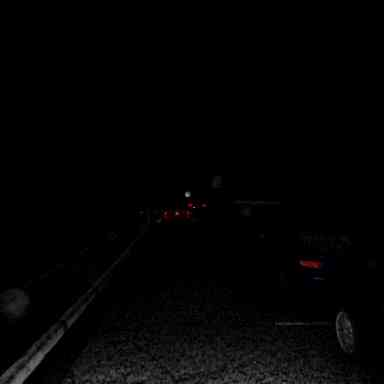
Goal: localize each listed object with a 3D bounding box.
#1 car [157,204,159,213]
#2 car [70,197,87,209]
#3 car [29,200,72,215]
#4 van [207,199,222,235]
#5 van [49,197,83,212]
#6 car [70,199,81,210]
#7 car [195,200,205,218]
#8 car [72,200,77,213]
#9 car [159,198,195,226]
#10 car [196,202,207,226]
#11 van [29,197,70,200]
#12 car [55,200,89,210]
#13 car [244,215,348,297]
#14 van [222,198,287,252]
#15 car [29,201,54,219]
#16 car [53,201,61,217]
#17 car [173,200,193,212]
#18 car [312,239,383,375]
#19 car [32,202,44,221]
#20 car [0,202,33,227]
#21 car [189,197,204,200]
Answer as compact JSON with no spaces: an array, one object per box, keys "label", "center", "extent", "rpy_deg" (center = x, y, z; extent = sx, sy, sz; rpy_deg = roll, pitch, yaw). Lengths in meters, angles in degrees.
[{"label":"car","center":[-3.447,1.922,42.886],"extent":[1.882,1.535,5.008],"rpy_deg":[0,-1,-9]},{"label":"car","center":[-17.944,1.768,45.827],"extent":[5.566,2.045,2.435],"rpy_deg":[0,-1,-10]},{"label":"car","center":[-15.963,1.890,35.215],"extent":[5.366,1.575,1.946],"rpy_deg":[0,-1,-8]},{"label":"van","center":[2.243,1.377,19.715],"extent":[1.878,1.987,4.442],"rpy_deg":[0,-1,-4]},{"label":"van","center":[-18.311,1.817,48.551],"extent":[4.442,1.987,1.878],"rpy_deg":[0,0,-11]},{"label":"car","center":[-17.396,2.020,43.152],"extent":[4.792,1.488,2.163],"rpy_deg":[0,-1,-10]},{"label":"car","center":[1.206,1.757,30.614],"extent":[2.097,1.535,5.008],"rpy_deg":[0,-1,-6]},{"label":"car","center":[-16.981,2.001,40.570],"extent":[4.674,1.452,2.002],"rpy_deg":[0,-1,-9]},{"label":"car","center":[-1.246,1.568,25.516],"extent":[2.097,1.767,4.553],"rpy_deg":[0,-1,-5]},{"label":"car","center":[1.788,1.711,25.152],"extent":[2.163,1.488,4.792],"rpy_deg":[0,-1,-5]},{"label":"van","center":[-16.670,1.703,37.875],"extent":[4.442,1.987,1.878],"rpy_deg":[0,-1,-9]},{"label":"car","center":[-19.432,2.091,53.947],"extent":[4.892,1.521,2.231],"rpy_deg":[0,0,-11]},{"label":"car","center":[2.837,1.536,8.520],"extent":[2.002,1.452,4.674],"rpy_deg":[0,0,-2]},{"label":"van","center":[2.607,1.313,14.188],"extent":[1.878,1.987,4.442],"rpy_deg":[0,0,-2]},{"label":"car","center":[-15.388,1.849,29.781],"extent":[4.792,1.488,2.163],"rpy_deg":[0,-1,-7]},{"label":"car","center":[-15.770,1.898,32.486],"extent":[4.674,1.452,2.002],"rpy_deg":[0,-1,-7]},{"label":"car","center":[-1.330,1.975,47.486],"extent":[2.128,1.511,4.902],"rpy_deg":[0,0,-10]},{"label":"car","center":[2.979,1.517,2.979],"extent":[2.002,1.452,4.674],"rpy_deg":[0,0,-1]},{"label":"car","center":[-15.122,1.809,27.065],"extent":[4.792,1.488,2.163],"rpy_deg":[0,-1,-6]},{"label":"car","center":[-14.791,1.738,24.354],"extent":[4.892,1.521,2.231],"rpy_deg":[0,-1,-5]},{"label":"car","center":[0.226,1.586,37.444],"extent":[2.150,2.045,5.566],"rpy_deg":[0,-1,-8]}]
